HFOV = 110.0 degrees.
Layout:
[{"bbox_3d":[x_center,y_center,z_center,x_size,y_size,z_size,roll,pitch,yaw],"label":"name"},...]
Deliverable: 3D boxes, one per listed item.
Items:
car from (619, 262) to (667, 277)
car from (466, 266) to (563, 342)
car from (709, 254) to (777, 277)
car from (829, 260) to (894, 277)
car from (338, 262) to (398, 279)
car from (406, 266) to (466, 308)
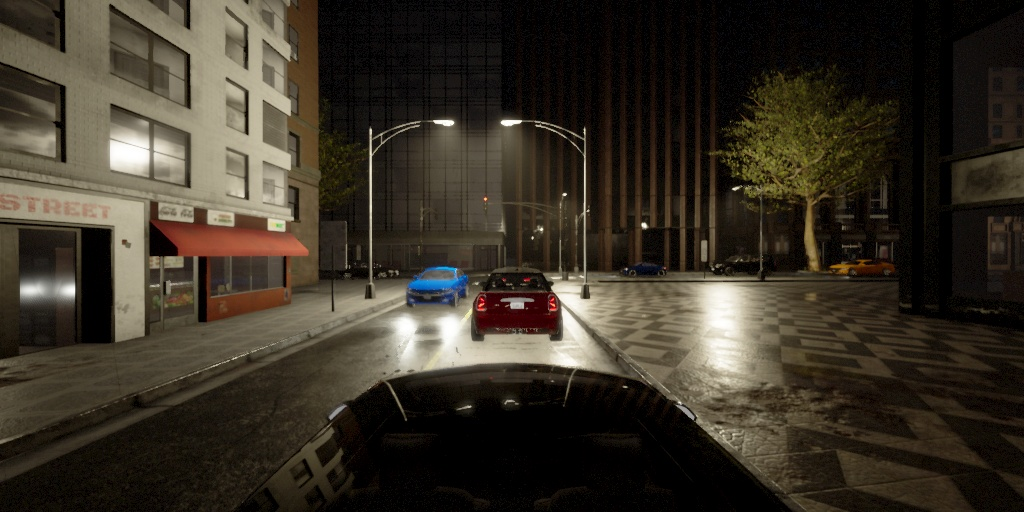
[{"bbox_3d":[12.318,1.251,33.823,4.181,1.385,1.994,0,0,0],"label":"car"},{"bbox_3d":[0.122,1.100,9.955,2.097,1.767,4.553,0,0,0],"label":"car"},{"bbox_3d":[21.697,0.874,33.764,5.566,2.045,2.150,-1,0,0],"label":"car"},{"bbox_3d":[32.788,1.109,33.703,5.008,1.535,1.882,0,0,0],"label":"car"},{"bbox_3d":[-12.283,1.285,30.753,4.902,1.511,2.128,0,0,0],"label":"car"},{"bbox_3d":[-3.021,1.223,15.389,1.882,1.535,5.008,0,0,1],"label":"car"}]
